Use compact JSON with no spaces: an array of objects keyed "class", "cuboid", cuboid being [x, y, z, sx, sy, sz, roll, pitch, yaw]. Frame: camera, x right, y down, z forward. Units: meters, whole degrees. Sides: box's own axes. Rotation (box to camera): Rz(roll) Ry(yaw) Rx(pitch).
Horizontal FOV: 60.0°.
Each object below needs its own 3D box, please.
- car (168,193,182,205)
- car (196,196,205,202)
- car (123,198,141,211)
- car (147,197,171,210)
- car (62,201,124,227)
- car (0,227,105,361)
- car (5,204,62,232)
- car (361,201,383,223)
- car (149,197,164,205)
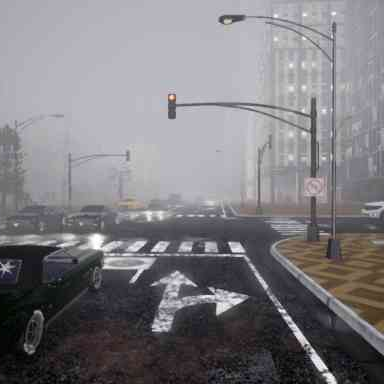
[{"class":"car","cuboid":[-2.965,1.217,58.479,2.150,2.045,5.566,0,0,5]},{"class":"car","cuboid":[1.906,1.545,77.731,2.033,1.411,5.357,0,0,5]},{"class":"car","cuboid":[-7.631,1.467,40.969,1.882,1.535,5.008,0,0,4]},{"class":"car","cuboid":[-4.307,1.591,41.796,1.895,1.301,4.718,0,0,5]},{"class":"car","cuboid":[-5.899,1.491,20.539,1.837,1.490,4.892,0,0,3]},{"class":"car","cuboid":[-3.043,1.600,5.946,1.895,1.301,4.718,0,0,1]},{"class":"car","cuboid":[-9.183,1.498,20.029,1.837,1.490,4.892,0,0,3]},{"class":"car","cuboid":[14.830,1.059,22.949,5.566,2.045,2.150,0,0,5]},{"class":"car","cuboid":[-6.217,1.594,58.563,1.895,1.301,4.718,0,0,5]}]
